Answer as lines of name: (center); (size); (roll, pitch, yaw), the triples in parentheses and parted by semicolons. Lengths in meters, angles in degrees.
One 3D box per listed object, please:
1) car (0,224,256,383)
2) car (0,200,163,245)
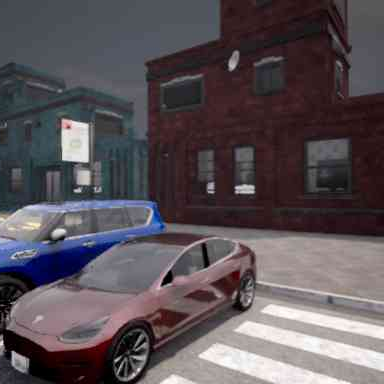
car: (-0.557, 1.515, 5.696); (2.163, 1.488, 4.792); (0, 0, 35)
car: (-2.829, 1.237, 7.299); (2.435, 2.045, 5.566); (0, 0, 35)
